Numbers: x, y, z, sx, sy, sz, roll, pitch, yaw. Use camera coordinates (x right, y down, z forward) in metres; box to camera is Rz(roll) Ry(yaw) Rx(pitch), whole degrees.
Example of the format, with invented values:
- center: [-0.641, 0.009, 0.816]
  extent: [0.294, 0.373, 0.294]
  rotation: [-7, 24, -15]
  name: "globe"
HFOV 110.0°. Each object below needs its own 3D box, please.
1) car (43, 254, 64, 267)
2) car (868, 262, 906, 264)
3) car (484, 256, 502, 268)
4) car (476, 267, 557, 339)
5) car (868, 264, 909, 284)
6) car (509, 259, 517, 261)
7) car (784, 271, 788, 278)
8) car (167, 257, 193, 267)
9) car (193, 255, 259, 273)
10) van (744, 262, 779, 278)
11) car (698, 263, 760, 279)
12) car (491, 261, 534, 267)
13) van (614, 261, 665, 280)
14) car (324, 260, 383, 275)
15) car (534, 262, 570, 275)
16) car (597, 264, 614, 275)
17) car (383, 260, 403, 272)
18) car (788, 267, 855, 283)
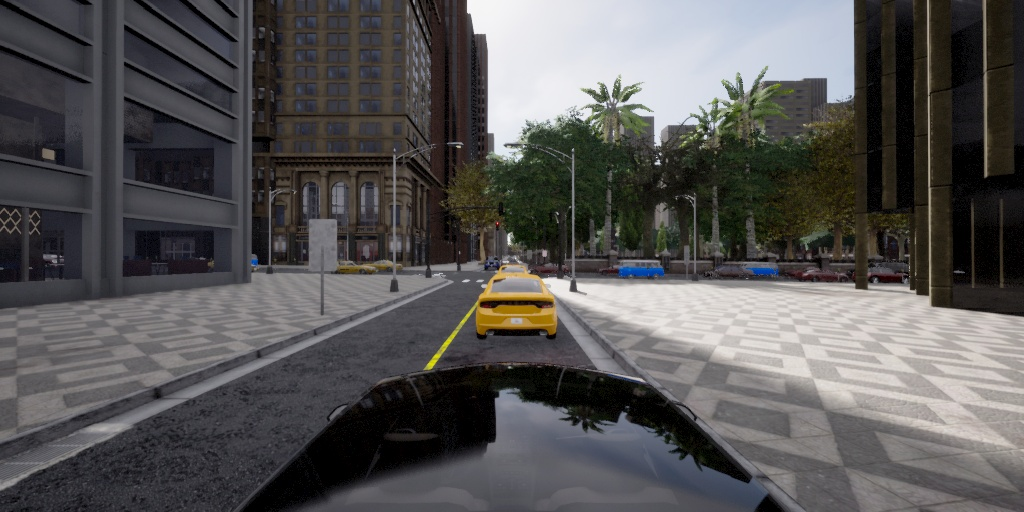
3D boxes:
- center: [-43.498, 0.508, 33.502]
  extent: [4.097, 1.591, 1.967]
  rotation: [0, 0, 0]
  name: "car"
- center: [39.566, 1.687, 38.817]
  extent: [5.566, 2.045, 2.150]
  rotation: [1, 0, 1]
  name: "car"
- center: [-2.975, 1.036, 54.563]
  extent: [2.150, 2.045, 5.566]
  rotation: [0, 0, 0]
  name: "car"
- center: [0.112, 1.230, 10.108]
  extent: [1.882, 1.535, 5.008]
  rotation: [0, 0, 0]
  name: "car"
- center: [34.035, 1.779, 33.019]
  extent: [4.097, 1.591, 1.967]
  rotation: [0, 0, 0]
  name: "car"
- center: [0.246, 1.385, 62.767]
  extent: [2.033, 1.411, 5.357]
  rotation: [0, 0, 0]
  name: "car"
- center: [34.077, 1.933, 41.544]
  extent: [4.507, 1.381, 1.888]
  rotation: [0, 0, 0]
  name: "car"
- center: [-37.782, 0.775, 41.991]
  extent: [4.313, 1.339, 1.948]
  rotation: [0, 0, 0]
  name: "car"
- center: [-26.316, 0.868, 33.395]
  extent: [4.829, 1.417, 1.751]
  rotation: [0, 0, 0]
  name: "car"
- center: [28.554, 1.638, 41.579]
  extent: [3.998, 1.789, 1.690]
  rotation: [0, 0, 0]
  name: "van"
- center: [23.251, 1.742, 38.951]
  extent: [5.357, 1.411, 2.033]
  rotation: [1, 0, 0]
  name: "car"
- center: [0.042, 1.235, 20.168]
  extent: [1.882, 1.535, 5.008]
  rotation: [0, 0, 0]
  name: "car"
- center: [11.942, 1.315, 33.156]
  extent: [3.998, 1.789, 1.690]
  rotation: [0, 0, 0]
  name: "van"
- center: [-14.975, 1.053, 33.324]
  extent: [4.829, 1.417, 1.751]
  rotation: [0, 0, 0]
  name: "car"
- center: [3.926, 1.396, 39.070]
  extent: [4.674, 1.442, 1.812]
  rotation: [1, 0, 0]
  name: "car"
- center: [11.984, 1.606, 41.682]
  extent: [4.207, 1.307, 1.802]
  rotation: [0, 0, 0]
  name: "car"
- center: [-15.272, 1.102, 41.851]
  extent: [4.829, 1.417, 1.751]
  rotation: [0, 0, 0]
  name: "car"
- center: [28.512, 1.830, 33.053]
  extent: [4.207, 1.307, 1.802]
  rotation: [0, 0, 0]
  name: "car"
